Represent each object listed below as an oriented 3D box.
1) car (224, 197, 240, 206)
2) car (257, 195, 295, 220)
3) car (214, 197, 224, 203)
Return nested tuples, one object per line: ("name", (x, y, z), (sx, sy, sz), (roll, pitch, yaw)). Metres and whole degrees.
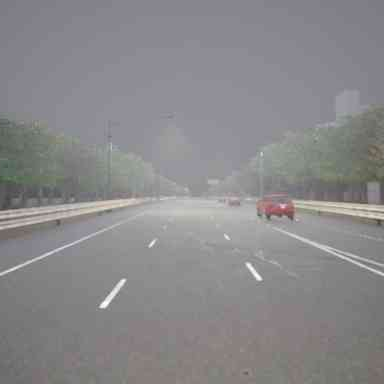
("car", (7.073, 1.660, 56.745), (1.812, 1.442, 4.674), (0, 0, 0))
("car", (7.010, 1.263, 28.281), (2.150, 2.045, 5.566), (0, 0, 0))
("car", (7.194, 1.889, 80.404), (2.128, 1.511, 4.902), (0, -1, 0))
